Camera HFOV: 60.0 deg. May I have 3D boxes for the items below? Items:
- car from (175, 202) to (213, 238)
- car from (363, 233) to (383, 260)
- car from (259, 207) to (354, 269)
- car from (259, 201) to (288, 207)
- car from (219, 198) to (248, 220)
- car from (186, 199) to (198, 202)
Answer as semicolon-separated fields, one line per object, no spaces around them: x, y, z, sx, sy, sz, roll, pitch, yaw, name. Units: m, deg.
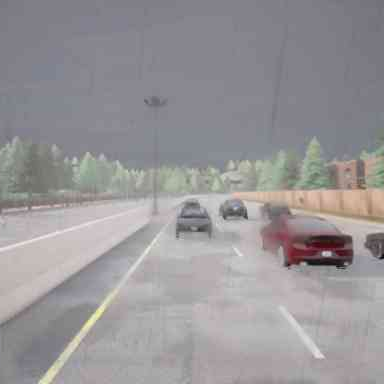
0.104;1.535;18.096;2.128;1.511;4.902;0;0;0;car
7.096;1.571;9.511;2.033;1.411;5.357;0;0;0;car
3.603;1.505;11.359;1.882;1.535;5.008;0;0;0;car
7.070;1.574;28.671;1.837;1.490;4.892;0;0;0;car
3.563;1.423;29.413;2.097;1.767;4.553;0;0;0;car
0.041;1.599;39.024;1.837;1.490;4.892;0;0;0;car
